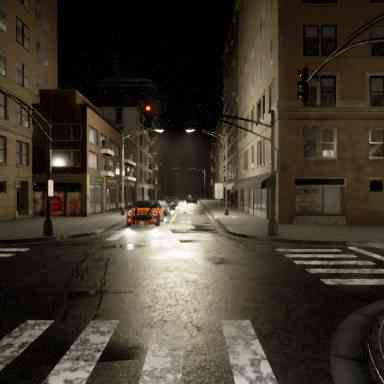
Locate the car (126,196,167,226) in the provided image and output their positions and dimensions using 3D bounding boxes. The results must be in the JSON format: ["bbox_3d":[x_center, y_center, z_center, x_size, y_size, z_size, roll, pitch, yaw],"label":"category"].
[{"bbox_3d":[-3.140,1.344,23.033,2.097,1.767,4.553,0,0,0],"label":"car"}]

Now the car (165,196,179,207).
[{"bbox_3d":[-3.158,1.445,52.629,1.882,1.535,5.008,0,0,0],"label":"car"}]

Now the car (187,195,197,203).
[{"bbox_3d":[-0.035,1.443,69.671,2.128,1.511,4.902,0,0,0],"label":"car"}]

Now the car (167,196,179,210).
[{"bbox_3d":[-3.171,1.328,42.273,2.097,1.767,4.553,0,0,0],"label":"car"}]

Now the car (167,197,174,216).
[{"bbox_3d":[-3.159,1.531,32.488,2.033,1.411,5.357,0,0,0],"label":"car"}]

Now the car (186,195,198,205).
[{"bbox_3d":[-0.013,1.453,59.308,2.128,1.511,4.902,0,0,0],"label":"car"}]
